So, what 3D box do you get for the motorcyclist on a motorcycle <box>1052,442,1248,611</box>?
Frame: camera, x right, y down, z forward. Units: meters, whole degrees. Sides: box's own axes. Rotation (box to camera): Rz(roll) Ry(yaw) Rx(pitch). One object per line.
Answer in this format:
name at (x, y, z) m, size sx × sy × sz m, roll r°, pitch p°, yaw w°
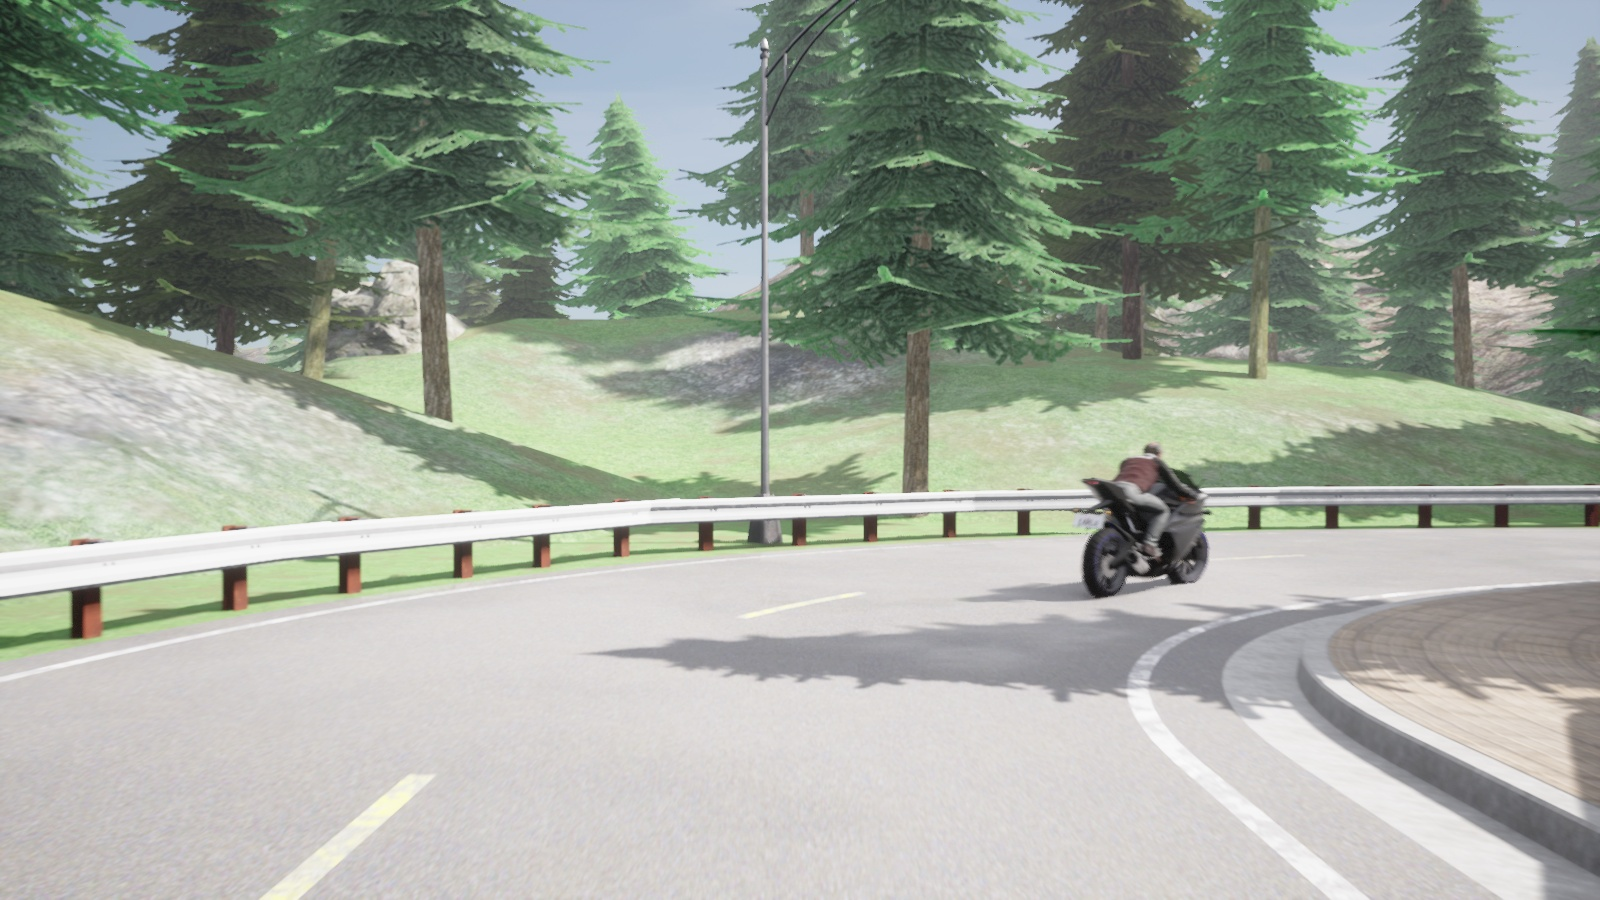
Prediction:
motorcyclist on a motorcycle at (3.537, 0.698, 12.571) m, size 2.191 × 1.530 × 0.866 m, roll 0°, pitch 2°, yaw -44°
